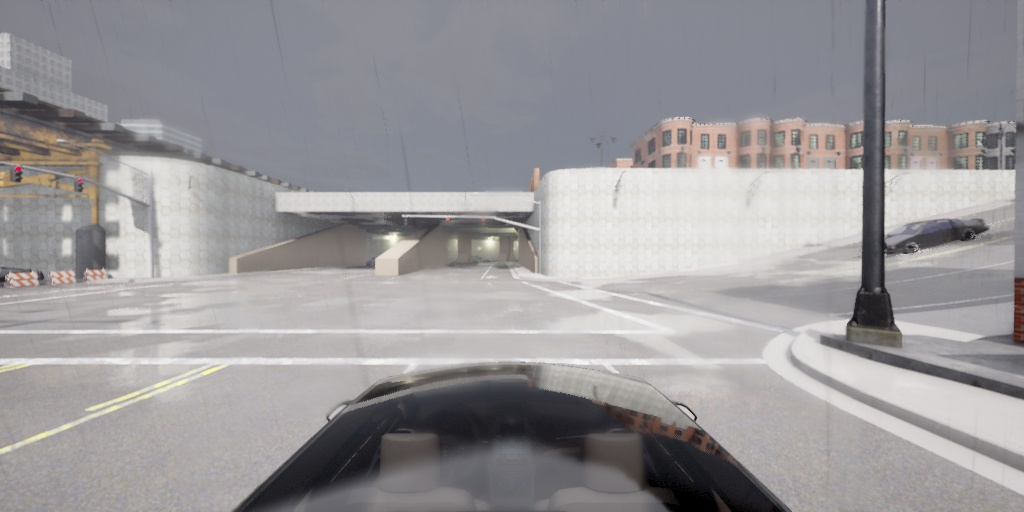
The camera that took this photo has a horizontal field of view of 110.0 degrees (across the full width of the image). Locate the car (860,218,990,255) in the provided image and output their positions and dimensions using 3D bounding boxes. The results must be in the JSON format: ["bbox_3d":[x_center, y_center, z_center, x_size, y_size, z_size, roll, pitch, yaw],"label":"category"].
[{"bbox_3d":[21.742,-1.119,19.024,5.357,1.411,2.033,-13,1,0],"label":"car"}]

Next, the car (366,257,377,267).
[{"bbox_3d":[-18.970,0.833,50.509,1.882,1.535,5.008,0,2,-2],"label":"car"}]
